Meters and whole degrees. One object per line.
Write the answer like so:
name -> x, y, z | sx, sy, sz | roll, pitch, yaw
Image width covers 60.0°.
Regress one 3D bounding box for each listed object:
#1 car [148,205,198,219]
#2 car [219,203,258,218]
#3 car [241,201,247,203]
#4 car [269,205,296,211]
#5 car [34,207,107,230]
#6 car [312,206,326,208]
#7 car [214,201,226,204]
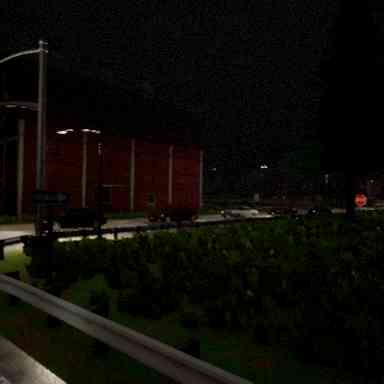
car -> -1.572, 1.892, 28.669 | 1.882, 1.535, 5.008 | 0, -1, 42
car -> 5.164, 2.225, 36.178 | 1.895, 1.301, 4.718 | 0, -1, 42
car -> 14.067, 3.028, 89.108 | 1.784, 1.438, 3.905 | 0, -1, 41
car -> 11.875, 2.379, 43.609 | 2.033, 1.411, 5.357 | 0, -1, 42
car -> -7.794, 1.745, 21.698 | 1.812, 1.442, 4.674 | 0, -1, 41
car -> 16.849, 2.476, 43.733 | 1.994, 1.385, 4.181 | 0, -1, 42
car -> 6.494, 2.748, 78.644 | 1.816, 1.474, 4.193 | 0, -1, 41
